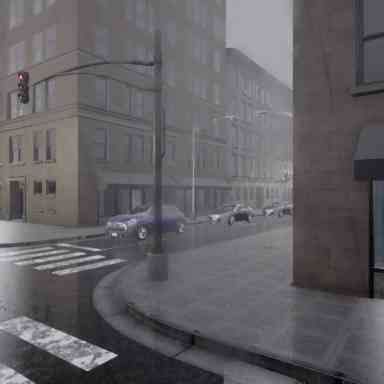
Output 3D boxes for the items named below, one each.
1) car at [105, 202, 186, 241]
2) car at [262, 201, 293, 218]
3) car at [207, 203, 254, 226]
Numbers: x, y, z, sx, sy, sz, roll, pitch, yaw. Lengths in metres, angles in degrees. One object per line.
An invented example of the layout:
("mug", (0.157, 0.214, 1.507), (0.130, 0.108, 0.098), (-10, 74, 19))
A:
("car", (-2.333, 1.432, 17.530), (2.097, 1.767, 4.553), (0, 0, 36))
("car", (8.496, 1.674, 32.719), (2.128, 1.511, 4.902), (0, 0, 36))
("car", (2.984, 1.622, 24.967), (2.128, 1.511, 4.902), (0, 0, 35))
